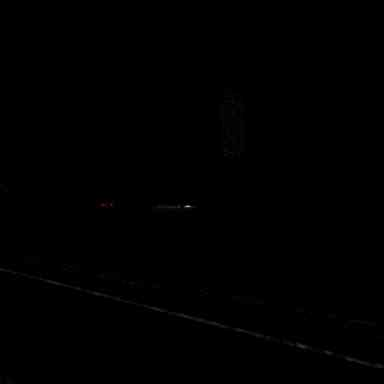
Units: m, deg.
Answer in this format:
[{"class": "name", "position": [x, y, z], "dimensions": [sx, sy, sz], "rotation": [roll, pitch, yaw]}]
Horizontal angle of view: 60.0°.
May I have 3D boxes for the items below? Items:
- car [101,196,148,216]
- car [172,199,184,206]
[{"class": "car", "position": [-7.395, 1.476, 36.963], "dimensions": [2.150, 2.045, 5.566], "rotation": [-1, 0, 39]}, {"class": "car", "position": [-1.662, 1.785, 61.895], "dimensions": [1.837, 1.490, 4.892], "rotation": [-1, -1, 36]}]
